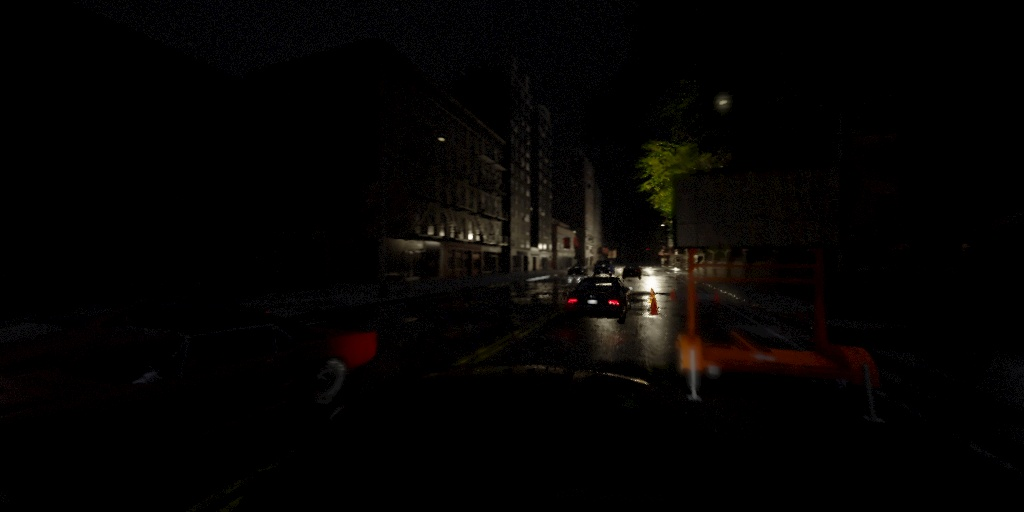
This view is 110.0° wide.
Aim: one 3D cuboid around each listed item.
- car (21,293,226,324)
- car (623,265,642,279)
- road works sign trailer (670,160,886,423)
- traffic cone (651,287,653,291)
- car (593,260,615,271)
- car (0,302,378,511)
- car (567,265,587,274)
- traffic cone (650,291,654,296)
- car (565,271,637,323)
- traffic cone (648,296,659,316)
[{"bbox_3d":[-6.485,1.352,6.088,1.994,1.385,4.181,0,-1,21],"label":"car"},{"bbox_3d":[13.463,1.737,40.160,1.882,1.535,5.008,0,-1,21],"label":"car"},{"bbox_3d":[4.041,0.279,6.095,2.380,3.560,2.880,0,0,21],"label":"road works sign trailer"},{"bbox_3d":[6.614,1.909,16.878,0.340,0.580,0.340,0,0,21],"label":"traffic cone"},{"bbox_3d":[11.545,1.535,44.845,2.150,2.045,5.566,0,-1,21],"label":"car"},{"bbox_3d":[-3.818,1.369,3.942,1.895,1.301,4.718,0,-1,21],"label":"car"},{"bbox_3d":[8.428,1.866,45.798,2.033,1.411,5.357,0,-1,21],"label":"car"},{"bbox_3d":[5.911,1.884,15.005,0.340,0.580,0.340,0,0,21],"label":"traffic cone"},{"bbox_3d":[3.281,1.446,13.038,2.033,1.411,5.357,0,-1,21],"label":"car"},{"bbox_3d":[5.208,1.859,13.133,0.340,0.580,0.340,0,0,21],"label":"traffic cone"}]
